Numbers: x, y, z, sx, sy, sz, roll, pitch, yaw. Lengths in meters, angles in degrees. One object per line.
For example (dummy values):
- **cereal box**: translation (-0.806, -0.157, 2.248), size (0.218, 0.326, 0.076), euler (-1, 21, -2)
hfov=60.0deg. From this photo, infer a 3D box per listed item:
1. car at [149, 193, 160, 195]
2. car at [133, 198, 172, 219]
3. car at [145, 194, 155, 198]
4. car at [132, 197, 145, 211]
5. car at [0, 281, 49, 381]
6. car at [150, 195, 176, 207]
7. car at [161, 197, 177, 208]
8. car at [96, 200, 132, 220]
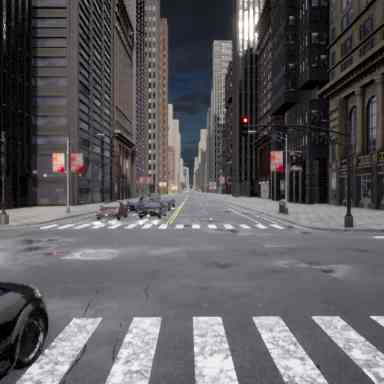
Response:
- **car**: translation (-6.639, 1.172, 57.872), size (2.150, 2.045, 5.566), euler (0, 0, 1)
- **car**: translation (-3.362, 1.533, 29.511), size (2.033, 1.411, 5.357), euler (0, 0, 4)
- **car**: translation (-6.662, 1.474, 47.425), size (1.837, 1.490, 4.892), euler (0, 0, 0)
- **car**: translation (-6.649, 1.580, 37.185), size (1.895, 1.301, 4.718), euler (0, 0, 0)
- **car**: translation (-3.159, 1.564, 3.020), size (1.994, 1.385, 4.181), euler (0, 0, 6)
- **car**: translation (-3.398, 1.469, 39.250), size (2.128, 1.511, 4.902), euler (0, 0, 0)
- **car**: translation (-3.420, 1.514, 49.802), size (2.033, 1.411, 5.357), euler (0, 0, 0)
- **car**: translation (-6.635, 1.512, 28.077), size (1.812, 1.442, 4.674), euler (0, 0, 0)
